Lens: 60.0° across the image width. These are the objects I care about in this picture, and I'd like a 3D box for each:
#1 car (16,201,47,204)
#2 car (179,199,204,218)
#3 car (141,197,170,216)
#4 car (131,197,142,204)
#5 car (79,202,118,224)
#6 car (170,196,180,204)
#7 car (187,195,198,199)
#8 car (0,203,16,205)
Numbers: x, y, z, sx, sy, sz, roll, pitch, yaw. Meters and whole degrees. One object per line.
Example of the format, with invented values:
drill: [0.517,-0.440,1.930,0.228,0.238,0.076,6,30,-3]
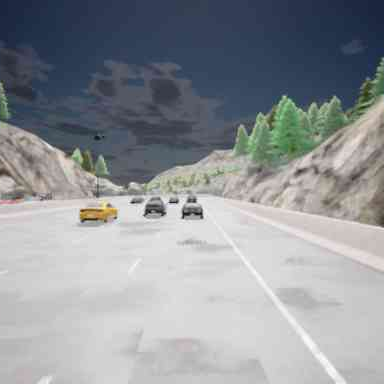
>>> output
car: [-21.111,1.529,44.659,1.812,1.442,4.674,0,0,0]
car: [0.041,1.596,29.906,1.895,1.301,4.718,0,0,0]
car: [-3.441,1.500,32.022,1.837,1.490,4.892,0,0,0]
car: [-10.487,1.558,64.580,1.994,1.385,4.181,0,0,0]
car: [-6.931,1.477,25.151,1.882,1.535,5.008,0,0,0]
car: [-3.488,1.554,65.325,1.994,1.385,4.181,0,0,0]
car: [0.015,1.341,65.272,2.097,1.767,4.553,0,0,0]
car: [-24.610,1.358,44.732,2.097,1.767,4.553,0,0,0]
